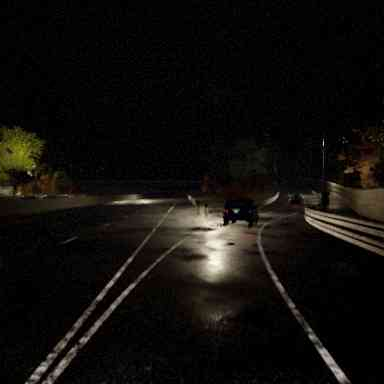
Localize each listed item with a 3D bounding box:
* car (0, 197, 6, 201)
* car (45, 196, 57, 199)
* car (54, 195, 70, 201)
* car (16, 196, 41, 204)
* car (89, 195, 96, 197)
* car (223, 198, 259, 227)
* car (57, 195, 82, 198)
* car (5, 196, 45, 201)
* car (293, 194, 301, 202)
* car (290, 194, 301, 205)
[{"bbox_3d":[-25.574,1.394,44.748,2.128,1.511,4.902,0,0,-1],"label":"car"},{"bbox_3d":[-25.858,1.389,60.653,1.882,1.535,5.008,0,1,-1],"label":"car"},{"bbox_3d":[-29.680,1.432,75.911,1.895,1.301,4.718,0,0,-1],"label":"car"},{"bbox_3d":[-29.340,1.441,59.853,2.033,1.411,5.357,0,0,-1],"label":"car"},{"bbox_3d":[-22.690,1.400,76.460,1.994,1.385,4.181,0,0,-1],"label":"car"},{"bbox_3d":[3.874,1.524,25.852,2.150,2.045,5.566,0,-1,17],"label":"car"},{"bbox_3d":[-22.364,1.524,60.839,1.895,1.301,4.718,0,0,-1],"label":"car"},{"bbox_3d":[-22.066,1.462,44.349,2.033,1.411,5.357,0,0,-1],"label":"car"},{"bbox_3d":[24.609,1.300,78.018,1.837,1.490,4.892,0,4,17],"label":"car"},{"bbox_3d":[21.327,1.888,68.503,1.837,1.490,4.892,0,3,19],"label":"car"}]
